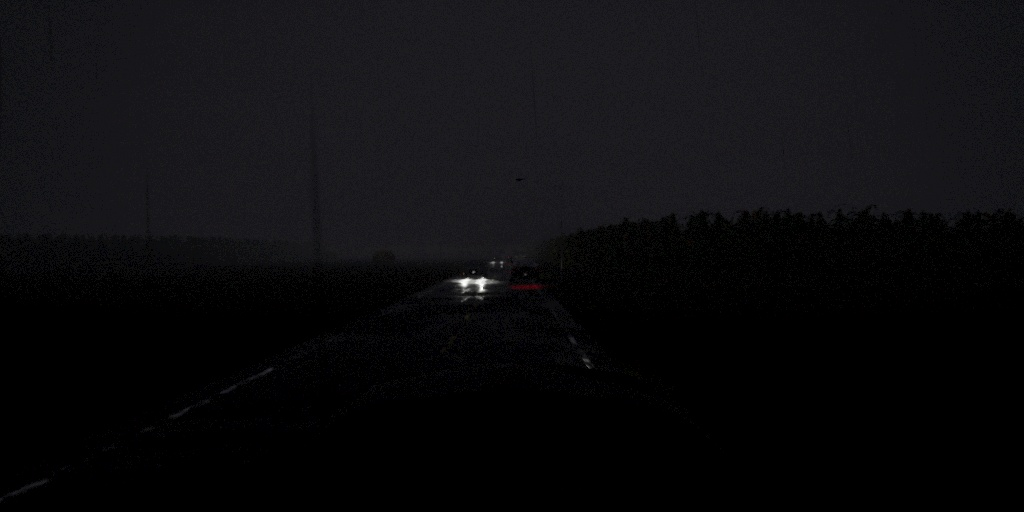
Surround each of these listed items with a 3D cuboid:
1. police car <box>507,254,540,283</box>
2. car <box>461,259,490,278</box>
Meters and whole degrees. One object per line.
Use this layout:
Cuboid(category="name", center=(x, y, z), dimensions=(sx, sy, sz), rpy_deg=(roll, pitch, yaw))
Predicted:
Cuboid(category="police car", center=(0.824, 0.881, 24.476), dimensions=(1.930, 1.638, 5.238), rpy_deg=(0, 1, 0))
Cuboid(category="car", center=(-2.832, 0.965, 28.426), dimensions=(1.994, 1.385, 4.181), rpy_deg=(0, 1, 0))
